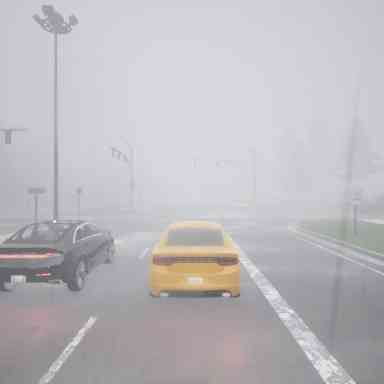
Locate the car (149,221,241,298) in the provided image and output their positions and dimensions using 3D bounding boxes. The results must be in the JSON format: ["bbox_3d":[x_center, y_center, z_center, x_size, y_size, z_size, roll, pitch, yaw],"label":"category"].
[{"bbox_3d":[0.072,1.478,8.578,1.882,1.535,5.008,0,0,0],"label":"car"}]

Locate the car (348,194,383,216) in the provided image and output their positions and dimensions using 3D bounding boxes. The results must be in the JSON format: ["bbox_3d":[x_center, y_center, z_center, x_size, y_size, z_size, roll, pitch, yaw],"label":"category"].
[{"bbox_3d":[18.585,1.221,32.113,5.566,2.045,2.150,0,0,0],"label":"car"}]

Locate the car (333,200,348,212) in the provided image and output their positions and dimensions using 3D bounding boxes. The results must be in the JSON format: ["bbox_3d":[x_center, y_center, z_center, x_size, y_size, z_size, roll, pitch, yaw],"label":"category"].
[{"bbox_3d":[19.247,1.491,39.118,4.902,1.511,2.128,0,0,0],"label":"car"}]

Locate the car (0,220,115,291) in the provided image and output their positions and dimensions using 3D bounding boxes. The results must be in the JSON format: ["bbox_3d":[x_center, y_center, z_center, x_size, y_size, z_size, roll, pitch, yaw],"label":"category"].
[{"bbox_3d":[-3.420,1.492,8.962,2.128,1.511,4.902,0,0,0],"label":"car"}]
